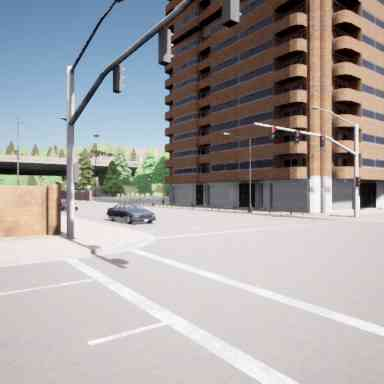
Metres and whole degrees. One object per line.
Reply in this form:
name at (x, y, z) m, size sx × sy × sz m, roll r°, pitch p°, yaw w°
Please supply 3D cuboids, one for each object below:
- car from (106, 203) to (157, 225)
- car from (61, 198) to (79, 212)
car at (-4.673, 1.547, 24.821) m, size 2.033 × 1.411 × 5.357 m, roll 0°, pitch 0°, yaw -36°
car at (-14.709, 1.492, 38.804) m, size 2.128 × 1.511 × 4.902 m, roll 0°, pitch 0°, yaw -35°
